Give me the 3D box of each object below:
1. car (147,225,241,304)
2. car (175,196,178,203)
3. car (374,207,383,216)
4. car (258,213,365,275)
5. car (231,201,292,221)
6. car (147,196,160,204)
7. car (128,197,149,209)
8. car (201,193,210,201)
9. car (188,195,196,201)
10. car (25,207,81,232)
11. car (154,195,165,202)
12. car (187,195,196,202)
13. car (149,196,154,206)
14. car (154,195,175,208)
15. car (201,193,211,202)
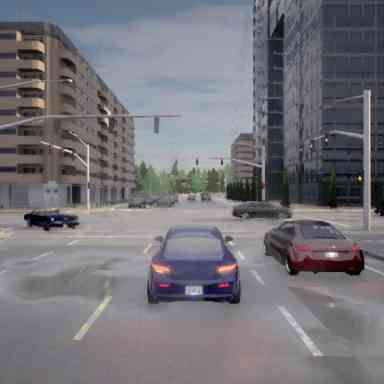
[{"bbox_3d":[0.046,1.526,8.021,1.812,1.442,4.674,0,0,0],"label":"car"},{"bbox_3d":[-3.939,1.526,58.418,1.812,1.442,4.674,0,0,1],"label":"car"},{"bbox_3d":[19.456,1.656,30.628,4.718,1.301,1.895,0,0,0],"label":"car"},{"bbox_3d":[3.555,1.564,10.444,1.994,1.385,4.181,0,0,0],"label":"car"},{"bbox_3d":[5.628,1.532,26.949,4.892,1.490,1.837,0,0,0],"label":"car"},{"bbox_3d":[-7.354,1.478,63.680,1.882,1.535,5.008,0,0,1],"label":"car"},{"bbox_3d":[-7.503,1.505,45.970,1.837,1.490,4.892,0,0,1],"label":"car"},{"bbox_3d":[3.453,1.225,87.750,2.150,2.045,5.566,0,0,1],"label":"car"},{"bbox_3d":[-0.048,1.525,87.723,2.128,1.511,4.902,0,0,1],"label":"car"},{"bbox_3d":[-8.648,1.622,20.554,1.895,1.301,4.718,1,-1,-43],"label":"car"},{"bbox_3d":[-7.194,1.496,74.038,1.837,1.490,4.892,0,0,1],"label":"car"},{"bbox_3d":[-0.157,1.540,77.379,2.033,1.411,5.357,0,0,1],"label":"car"},{"bbox_3d":[-7.465,1.564,54.864,1.994,1.385,4.181,0,0,2],"label":"car"},{"bbox_3d":[-3.993,1.352,48.931,2.097,1.767,4.553,0,0,0],"label":"car"},{"bbox_3d":[3.344,1.355,77.587,2.097,1.767,4.553,0,0,1],"label":"car"}]
